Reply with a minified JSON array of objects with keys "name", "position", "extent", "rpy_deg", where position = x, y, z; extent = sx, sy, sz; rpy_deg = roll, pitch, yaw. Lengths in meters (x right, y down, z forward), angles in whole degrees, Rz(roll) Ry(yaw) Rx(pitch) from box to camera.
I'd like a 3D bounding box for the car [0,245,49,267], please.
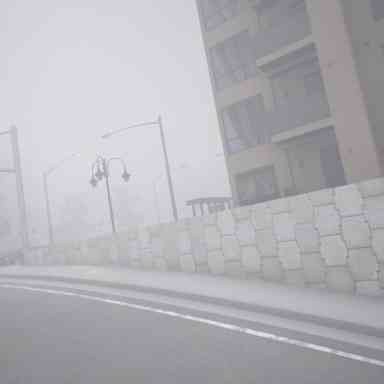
[{"name":"car","position":[-14.639,5.692,29.942],"extent":[1.837,1.490,4.892],"rpy_deg":[-15,-8,35]}]
